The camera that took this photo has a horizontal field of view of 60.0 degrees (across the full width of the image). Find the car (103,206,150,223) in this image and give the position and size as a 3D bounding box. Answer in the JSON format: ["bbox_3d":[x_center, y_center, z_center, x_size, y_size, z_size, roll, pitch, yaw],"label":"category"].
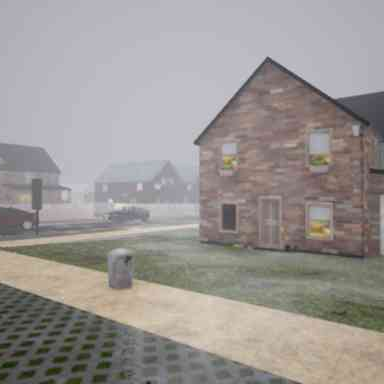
[{"bbox_3d":[-5.941,1.998,30.511,2.128,1.511,4.902,0,-1,35],"label":"car"}]

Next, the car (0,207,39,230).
[{"bbox_3d":[-12.405,1.711,21.257,1.882,1.535,5.008,0,-1,34],"label":"car"}]
